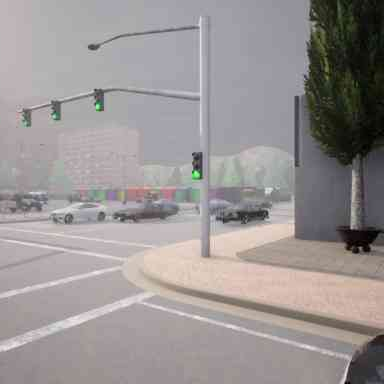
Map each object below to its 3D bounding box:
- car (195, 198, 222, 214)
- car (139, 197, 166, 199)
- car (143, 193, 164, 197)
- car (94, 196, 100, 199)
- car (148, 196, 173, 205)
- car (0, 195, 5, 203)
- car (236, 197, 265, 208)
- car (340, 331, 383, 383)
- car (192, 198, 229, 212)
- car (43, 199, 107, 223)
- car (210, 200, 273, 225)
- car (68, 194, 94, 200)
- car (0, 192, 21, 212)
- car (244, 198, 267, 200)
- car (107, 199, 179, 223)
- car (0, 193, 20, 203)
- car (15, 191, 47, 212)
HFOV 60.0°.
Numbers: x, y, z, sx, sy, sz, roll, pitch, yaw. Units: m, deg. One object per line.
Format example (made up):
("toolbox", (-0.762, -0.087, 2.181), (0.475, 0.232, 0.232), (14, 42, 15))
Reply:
("car", (2.436, 1.526, 34.547), (1.812, 1.442, 4.674), (0, 0, 37))
("car", (-3.160, 1.526, 32.890), (1.812, 1.442, 4.674), (0, 0, 37))
("car", (-6.918, 1.156, 52.523), (3.866, 1.878, 1.905), (0, 0, 35))
("car", (-19.519, 1.364, 64.940), (3.905, 1.438, 1.784), (0, 0, 35))
("car", (-5.239, 1.395, 54.882), (3.806, 1.475, 1.970), (0, 0, 35))
("car", (-38.254, 1.364, 64.542), (3.905, 1.438, 1.784), (0, 0, 35))
("car", (8.652, 1.547, 48.696), (2.033, 1.411, 5.357), (0, 0, 37))
("car", (3.358, 1.492, 1.570), (4.902, 1.511, 2.128), (0, 0, 36))
("car", (2.316, 1.491, 40.252), (2.128, 1.511, 4.902), (0, 0, 37))
("car", (-8.546, 1.526, 25.547), (1.812, 1.442, 4.674), (0, 0, 38))
("car", (3.802, 1.547, 24.326), (2.033, 1.411, 5.357), (0, 0, 37))
("car", (-21.242, 1.153, 62.611), (4.605, 1.855, 1.932), (0, 0, 35))
("car", (-19.919, 1.153, 34.138), (4.605, 1.855, 1.932), (0, 0, 35))
("car", (8.730, 1.547, 42.988), (2.033, 1.411, 5.357), (0, 0, 37))
("car", (-3.707, 1.547, 26.283), (2.033, 1.411, 5.357), (0, 0, 36))
("car", (-36.747, 1.153, 66.763), (4.605, 1.855, 1.932), (0, 0, 35))
("car", (-18.205, 1.156, 36.471), (3.866, 1.878, 1.905), (0, 0, 35))
